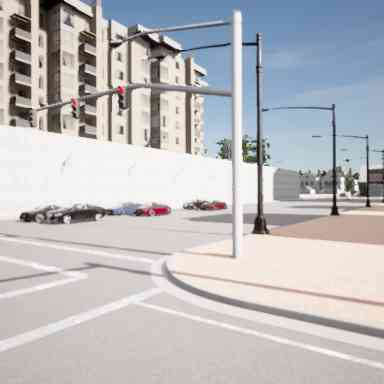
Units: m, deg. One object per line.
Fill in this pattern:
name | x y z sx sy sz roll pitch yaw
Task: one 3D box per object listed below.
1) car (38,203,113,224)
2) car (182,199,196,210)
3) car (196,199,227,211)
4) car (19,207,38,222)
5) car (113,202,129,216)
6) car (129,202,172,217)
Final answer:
car | -9.098 1.656 26.376 2.128 1.511 4.902 -1 0 36
car | 0.587 1.681 45.872 2.128 1.511 4.902 -1 0 36
car | 2.841 1.728 42.999 1.994 1.385 4.181 -1 0 36
car | -12.196 1.754 28.048 1.994 1.385 4.181 -1 0 35
car | -6.876 1.738 35.482 2.033 1.411 5.357 -1 0 36
car | -3.907 1.729 33.607 1.994 1.385 4.181 -1 0 36
